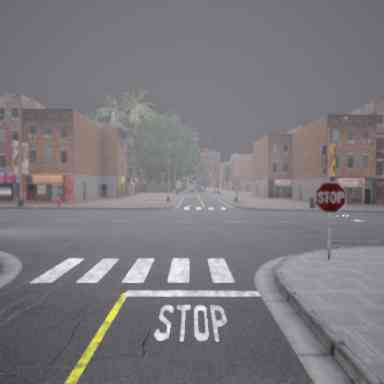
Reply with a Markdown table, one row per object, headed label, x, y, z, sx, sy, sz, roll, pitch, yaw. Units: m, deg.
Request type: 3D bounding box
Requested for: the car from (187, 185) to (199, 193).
| label | x | y | z | sx | sy | sz | roll | pitch | yaw |
| --- | --- | --- | --- | --- | --- | --- | --- | --- | --- |
| car | -0.019 | -0.527 | 73.591 | 1.837 | 1.490 | 4.892 | 0 | 1 | 0 |
